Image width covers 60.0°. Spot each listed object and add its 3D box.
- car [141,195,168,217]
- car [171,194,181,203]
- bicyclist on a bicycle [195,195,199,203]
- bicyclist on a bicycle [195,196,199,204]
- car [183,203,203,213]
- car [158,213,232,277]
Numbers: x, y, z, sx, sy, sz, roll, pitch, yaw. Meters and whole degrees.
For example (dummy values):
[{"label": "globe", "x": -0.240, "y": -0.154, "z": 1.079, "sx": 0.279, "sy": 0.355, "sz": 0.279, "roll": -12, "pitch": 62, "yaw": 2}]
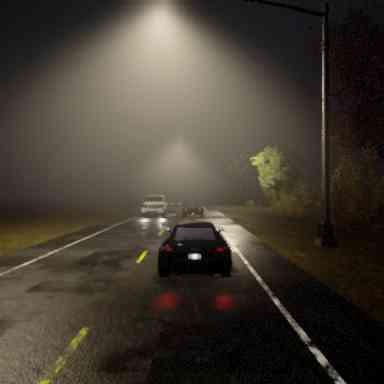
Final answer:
[{"label": "car", "x": -3.598, "y": 1.299, "z": 32.753, "sx": 2.150, "sy": 2.045, "sz": 5.566, "roll": 0, "pitch": 0, "yaw": 0}, {"label": "car", "x": -3.501, "y": 1.441, "z": 73.693, "sx": 2.097, "sy": 1.767, "sz": 4.553, "roll": 0, "pitch": 0, "yaw": 0}, {"label": "bicyclist on a bicycle", "x": 0.961, "y": 1.489, "z": 59.032, "sx": 0.659, "sy": 1.776, "sz": 1.843, "roll": 0, "pitch": 0, "yaw": 0}, {"label": "bicyclist on a bicycle", "x": 0.958, "y": 1.574, "z": 68.033, "sx": 0.866, "sy": 1.612, "sz": 1.509, "roll": 0, "pitch": 0, "yaw": 0}, {"label": "car", "x": 0.096, "y": 1.675, "z": 32.401, "sx": 1.895, "sy": 1.301, "sz": 4.718, "roll": 0, "pitch": 0, "yaw": 0}, {"label": "car", "x": 0.082, "y": 1.590, "z": 10.368, "sx": 1.994, "sy": 1.385, "sz": 4.181, "roll": 0, "pitch": 0, "yaw": 0}]
